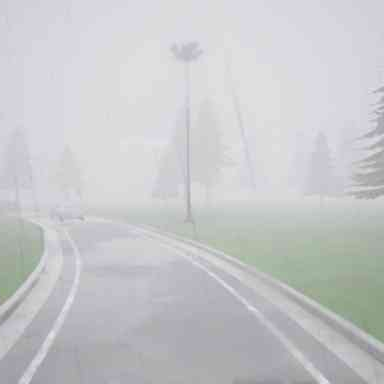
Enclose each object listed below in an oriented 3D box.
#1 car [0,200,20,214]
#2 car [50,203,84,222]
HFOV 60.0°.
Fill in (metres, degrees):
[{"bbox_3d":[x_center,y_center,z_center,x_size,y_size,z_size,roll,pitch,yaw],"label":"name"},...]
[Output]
[{"bbox_3d":[-22.080,1.709,38.924,4.902,1.511,2.128,-1,0,34],"label":"car"},{"bbox_3d":[-10.223,1.616,27.197,1.812,1.442,4.674,-1,0,-34],"label":"car"}]
